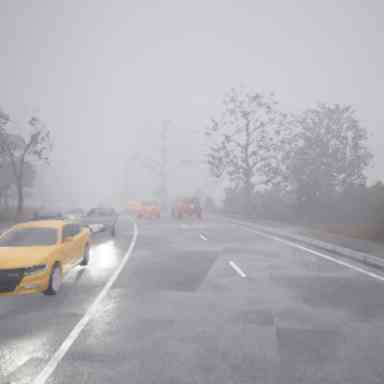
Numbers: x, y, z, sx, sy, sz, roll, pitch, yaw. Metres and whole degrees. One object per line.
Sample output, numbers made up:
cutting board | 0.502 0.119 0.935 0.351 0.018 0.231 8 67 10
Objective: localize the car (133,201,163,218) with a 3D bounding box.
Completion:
car | -4.578 1.679 34.021 2.097 1.767 4.553 0 -1 -14

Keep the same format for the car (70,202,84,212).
car | -14.991 2.084 43.844 1.812 1.442 4.674 -1 -1 -20

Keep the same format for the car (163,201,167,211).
car | -4.836 1.938 46.504 2.128 1.511 4.902 0 -1 -20

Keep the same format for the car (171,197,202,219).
car | -0.622 1.498 32.853 2.150 2.045 5.566 0 0 -14

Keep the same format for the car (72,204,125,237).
car | -5.224 1.671 19.221 2.128 1.511 4.902 0 -1 -9

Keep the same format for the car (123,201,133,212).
car | -8.507 1.968 46.335 1.882 1.535 5.008 0 -1 -20

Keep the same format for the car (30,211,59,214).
car | -8.852 1.818 19.838 1.895 1.301 4.718 0 -1 -9

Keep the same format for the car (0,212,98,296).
car | -4.091 1.543 8.985 1.882 1.535 5.008 0 0 -5

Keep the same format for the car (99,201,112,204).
car | -11.715 2.019 45.076 2.128 1.511 4.902 0 -1 -20
